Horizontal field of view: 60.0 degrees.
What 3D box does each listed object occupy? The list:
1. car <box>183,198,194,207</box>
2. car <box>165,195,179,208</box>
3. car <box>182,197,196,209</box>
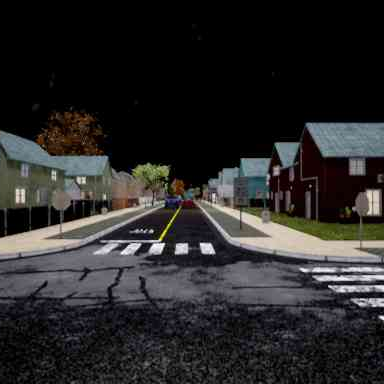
[{"bbox_3d":[-0.639,1.895,61.622,1.812,1.442,4.674,0,-1,-1],"label":"car"},{"bbox_3d":[-3.329,1.542,55.734,2.150,2.045,5.566,0,0,-1],"label":"car"},{"bbox_3d":[-0.536,1.632,51.590,2.097,1.767,4.553,0,0,-1],"label":"car"}]
